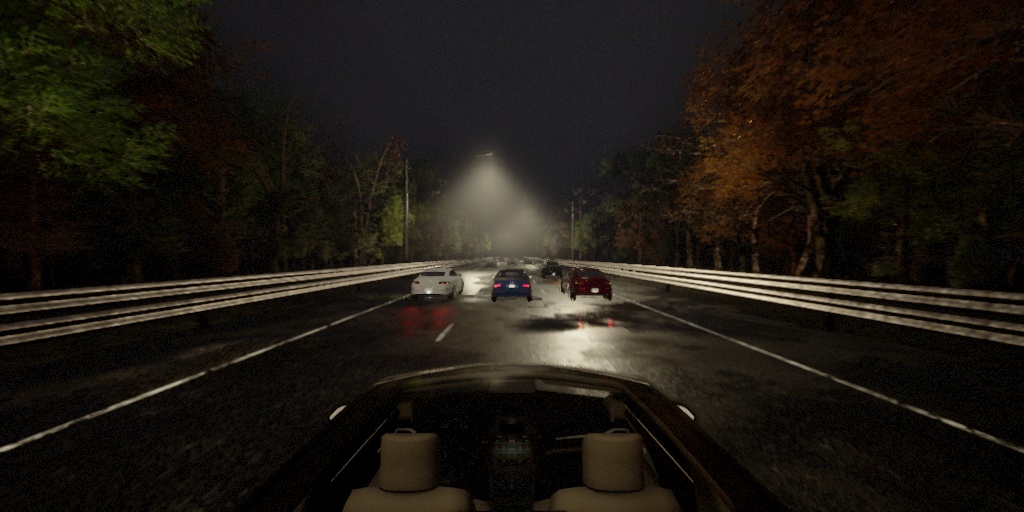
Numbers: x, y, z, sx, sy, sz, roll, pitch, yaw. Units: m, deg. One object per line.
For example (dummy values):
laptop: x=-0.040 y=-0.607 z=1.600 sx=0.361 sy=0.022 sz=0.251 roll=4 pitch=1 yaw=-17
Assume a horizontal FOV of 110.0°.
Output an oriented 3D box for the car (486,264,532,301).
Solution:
car: x=-0.005 y=1.294 z=17.398 sx=2.033 sy=1.411 sz=5.357 roll=0 pitch=0 yaw=0

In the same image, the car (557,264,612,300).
car: x=3.497 y=1.272 z=17.400 sx=1.812 sy=1.442 sz=4.674 roll=0 pitch=0 yaw=0

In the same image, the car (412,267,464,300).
car: x=-3.502 y=1.272 z=17.399 sx=1.812 sy=1.442 sz=4.674 roll=0 pitch=0 yaw=0

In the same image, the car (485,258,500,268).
car: x=-3.515 y=1.258 z=60.685 sx=2.033 sy=1.411 sz=5.357 roll=0 pitch=0 yaw=0

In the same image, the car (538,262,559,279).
car: x=3.493 y=1.243 z=32.468 sx=1.837 sy=1.490 sz=4.892 roll=0 pitch=0 yaw=0
